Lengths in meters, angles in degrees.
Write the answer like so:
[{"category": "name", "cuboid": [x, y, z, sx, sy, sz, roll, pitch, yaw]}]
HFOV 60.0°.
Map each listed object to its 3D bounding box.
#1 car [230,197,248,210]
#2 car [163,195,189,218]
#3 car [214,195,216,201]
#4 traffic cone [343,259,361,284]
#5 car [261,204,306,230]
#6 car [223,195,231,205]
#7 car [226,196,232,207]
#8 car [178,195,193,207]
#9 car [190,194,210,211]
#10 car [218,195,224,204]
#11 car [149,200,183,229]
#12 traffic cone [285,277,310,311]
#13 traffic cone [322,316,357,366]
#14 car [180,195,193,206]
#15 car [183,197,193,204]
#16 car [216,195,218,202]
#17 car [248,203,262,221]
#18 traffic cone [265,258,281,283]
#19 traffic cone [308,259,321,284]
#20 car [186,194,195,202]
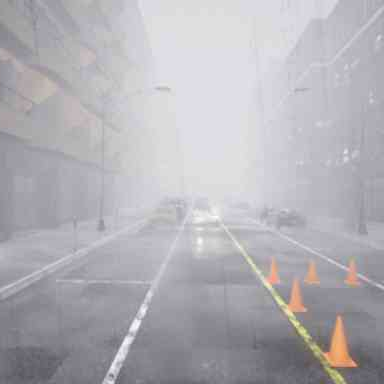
[{"category": "car", "cuboid": [6.562, 1.702, 44.004, 1.887, 1.381, 4.507, 2, 0, 1]}, {"category": "car", "cuboid": [-1.646, 1.334, 27.641, 2.192, 1.841, 5.009, 2, 0, 1]}, {"category": "car", "cuboid": [7.434, 1.929, 88.244, 1.802, 1.307, 4.206, 2, 0, 1]}, {"category": "traffic cone", "cuboid": [4.074, 2.012, 8.466, 0.340, 0.580, 0.340, 1, 0, 1]}, {"category": "car", "cuboid": [6.107, 1.647, 21.885, 1.887, 1.381, 4.507, 2, 0, 1]}, {"category": "car", "cuboid": [6.800, 1.636, 55.063, 1.967, 1.590, 4.097, 2, 0, 1]}, {"category": "car", "cuboid": [6.676, 1.721, 49.532, 1.887, 1.381, 4.507, 2, 0, 1]}, {"category": "car", "cuboid": [-1.080, 1.417, 55.286, 2.192, 1.841, 5.009, 2, 0, 1]}, {"category": "car", "cuboid": [1.180, 1.437, 41.590, 2.097, 1.767, 4.553, 1, 0, 1]}, {"category": "car", "cuboid": [6.990, 1.554, 66.124, 2.192, 1.841, 5.009, 2, 0, 1]}, {"category": "car", "cuboid": [-1.772, 1.533, 21.940, 1.752, 1.417, 4.829, 2, 0, 1]}, {"category": "traffic cone", "cuboid": [2.033, 1.985, 6.508, 0.340, 0.580, 0.340, 1, 0, 1]}, {"category": "traffic cone", "cuboid": [1.992, 1.983, 4.508, 0.340, 0.580, 0.340, 1, 0, 1]}, {"category": "car", "cuboid": [-0.966, 1.438, 60.815, 2.192, 1.841, 5.009, 2, 0, 1]}, {"category": "car", "cuboid": [-0.749, 1.735, 71.874, 1.947, 1.339, 4.313, 2, 0, 1]}, {"category": "car", "cuboid": [7.212, 1.729, 77.184, 1.967, 1.590, 4.097, 2, 0, 1]}, {"category": "car", "cuboid": [6.221, 1.664, 27.415, 2.008, 1.369, 4.403, 2, 0, 1]}, {"category": "traffic cone", "cuboid": [2.075, 1.988, 8.507, 0.340, 0.580, 0.340, 1, 0, 1]}, {"category": "traffic cone", "cuboid": [3.074, 2.000, 8.486, 0.340, 0.580, 0.340, 1, 0, 1]}, {"category": "car", "cuboid": [-0.400, 1.569, 88.461, 2.192, 1.841, 5.009, 2, 0, 1]}]
